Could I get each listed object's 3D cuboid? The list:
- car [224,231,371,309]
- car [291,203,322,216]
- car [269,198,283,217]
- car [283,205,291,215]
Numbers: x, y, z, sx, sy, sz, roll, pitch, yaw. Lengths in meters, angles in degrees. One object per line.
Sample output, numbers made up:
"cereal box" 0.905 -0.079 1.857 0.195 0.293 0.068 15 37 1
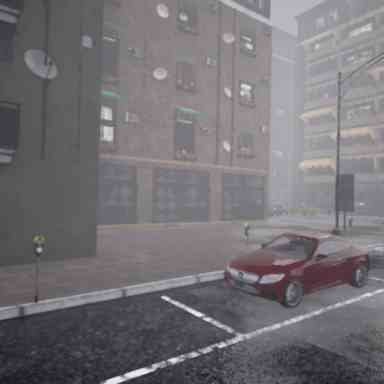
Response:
"car" 2.685 1.644 8.002 4.206 1.307 1.802 1 1 -36
"car" 12.555 1.981 38.587 1.752 1.417 4.829 2 -1 -35
"car" 6.240 1.535 33.886 2.192 1.841 5.009 2 -1 -35
"car" 7.548 1.522 36.312 2.150 2.045 5.566 2 -2 -35
